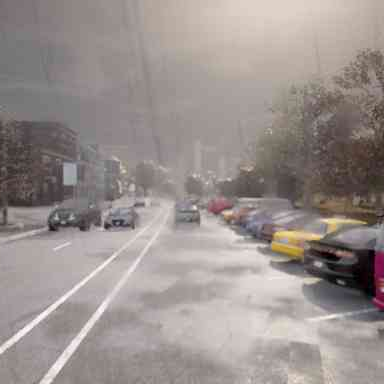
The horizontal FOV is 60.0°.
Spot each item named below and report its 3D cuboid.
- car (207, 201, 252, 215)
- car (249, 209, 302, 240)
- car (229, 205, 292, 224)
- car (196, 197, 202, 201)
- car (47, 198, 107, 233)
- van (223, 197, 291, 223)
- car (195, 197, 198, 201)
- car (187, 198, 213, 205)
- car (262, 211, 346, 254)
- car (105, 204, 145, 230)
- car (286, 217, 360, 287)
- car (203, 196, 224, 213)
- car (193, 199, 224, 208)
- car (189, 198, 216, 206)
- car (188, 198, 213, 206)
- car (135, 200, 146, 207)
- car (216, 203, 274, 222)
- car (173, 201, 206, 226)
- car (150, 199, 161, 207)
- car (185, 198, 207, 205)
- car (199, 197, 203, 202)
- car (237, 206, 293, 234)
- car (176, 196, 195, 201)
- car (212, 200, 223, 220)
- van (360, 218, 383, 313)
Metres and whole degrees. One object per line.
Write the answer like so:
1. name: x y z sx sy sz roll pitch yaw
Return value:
1. car: 4.304 1.833 38.272 4.674 1.452 2.002 1 0 -23
2. car: 5.148 1.653 14.566 4.674 1.452 2.002 1 -1 -21
3. car: 5.011 1.695 20.467 4.674 1.452 2.002 1 -1 -22
4. car: 3.557 1.932 50.125 4.792 1.488 2.163 1 0 -24
5. car: -7.405 1.408 21.681 2.150 2.045 5.566 0 0 -2
6. van: 4.820 1.448 23.390 4.442 1.987 1.878 1 0 -22
7. car: 3.371 1.933 53.103 5.008 1.535 2.097 1 -1 -24
8. car: 1.757 2.164 73.904 5.366 1.575 1.946 1 -1 -26
9. car: 5.385 1.590 11.663 5.366 1.575 1.946 1 -1 -21
10. car: -4.640 1.754 22.608 1.994 1.385 4.181 0 0 -2
11. car: 5.246 1.566 8.627 5.008 1.535 2.097 1 -1 -21
12. car: 4.477 1.517 35.325 5.566 2.045 2.435 1 -1 -23
13. car: 2.934 1.996 59.024 5.008 1.535 2.097 1 0 -25
14. car: 2.168 2.096 67.902 5.008 1.535 2.097 1 -1 -25
15. car: 1.873 2.130 70.866 5.008 1.535 2.097 1 -1 -26
16. car: -9.707 2.174 62.480 1.895 1.301 4.718 0 -1 -4
17. car: 4.711 1.760 29.372 4.674 1.452 2.002 1 0 -22
18. car: -0.367 1.694 24.925 2.128 1.511 4.902 0 -1 -2
19. car: -6.971 2.102 63.359 1.812 1.442 4.674 0 -1 -4
20. car: 0.970 2.232 79.732 5.008 1.535 2.097 1 -1 -26
21. car: 3.977 1.847 44.205 4.892 1.521 2.231 1 0 -24
22. car: 5.068 1.674 17.513 4.674 1.452 2.002 0 0 -21
23. car: -1.159 1.699 42.037 2.097 1.767 4.553 0 0 -3
24. car: 4.651 1.691 26.333 5.366 1.575 1.946 1 0 -22
25. van: 5.392 1.316 5.703 4.442 1.987 1.878 1 -1 -21
